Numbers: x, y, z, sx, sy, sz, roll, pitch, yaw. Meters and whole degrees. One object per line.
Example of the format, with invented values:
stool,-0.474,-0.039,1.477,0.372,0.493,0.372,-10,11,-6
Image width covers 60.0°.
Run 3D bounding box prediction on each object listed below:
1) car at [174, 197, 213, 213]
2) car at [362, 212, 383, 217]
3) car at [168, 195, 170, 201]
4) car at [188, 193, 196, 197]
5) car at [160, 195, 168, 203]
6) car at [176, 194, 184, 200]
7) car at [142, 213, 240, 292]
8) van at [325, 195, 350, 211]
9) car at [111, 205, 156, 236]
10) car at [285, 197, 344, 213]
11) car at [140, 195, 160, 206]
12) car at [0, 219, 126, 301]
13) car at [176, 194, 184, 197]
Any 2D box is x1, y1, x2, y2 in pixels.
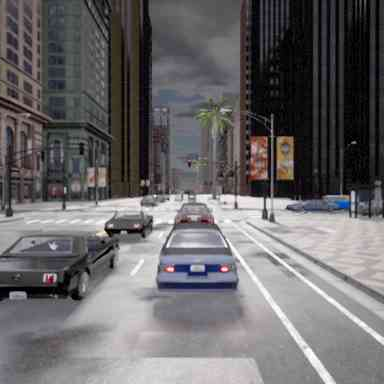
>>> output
car,0.128,1.340,18.483,2.097,1.767,4.553,0,0,0
car,17.084,1.530,29.678,4.403,1.369,2.008,0,0,0
car,-6.466,1.427,81.226,1.882,1.535,5.008,0,0,0
car,0.034,1.488,80.480,2.033,1.411,5.357,0,0,0
car,-6.489,1.467,66.590,1.837,1.490,4.892,0,0,0
car,-3.212,1.261,90.484,1.882,1.535,5.008,0,0,0
car,0.106,1.542,9.039,2.033,1.411,5.357,0,0,0
van,17.083,1.291,38.202,3.998,1.788,1.690,0,0,0
car,-3.147,1.590,17.582,1.895,1.301,4.718,0,0,0
car,12.850,1.509,35.550,5.357,1.411,2.033,0,0,0
car,-6.567,1.324,50.262,2.097,1.767,4.553,0,0,0
car,-3.145,1.595,8.259,1.895,1.301,4.718,0,0,0
car,-3.216,1.472,80.481,1.812,1.442,4.674,0,0,0
